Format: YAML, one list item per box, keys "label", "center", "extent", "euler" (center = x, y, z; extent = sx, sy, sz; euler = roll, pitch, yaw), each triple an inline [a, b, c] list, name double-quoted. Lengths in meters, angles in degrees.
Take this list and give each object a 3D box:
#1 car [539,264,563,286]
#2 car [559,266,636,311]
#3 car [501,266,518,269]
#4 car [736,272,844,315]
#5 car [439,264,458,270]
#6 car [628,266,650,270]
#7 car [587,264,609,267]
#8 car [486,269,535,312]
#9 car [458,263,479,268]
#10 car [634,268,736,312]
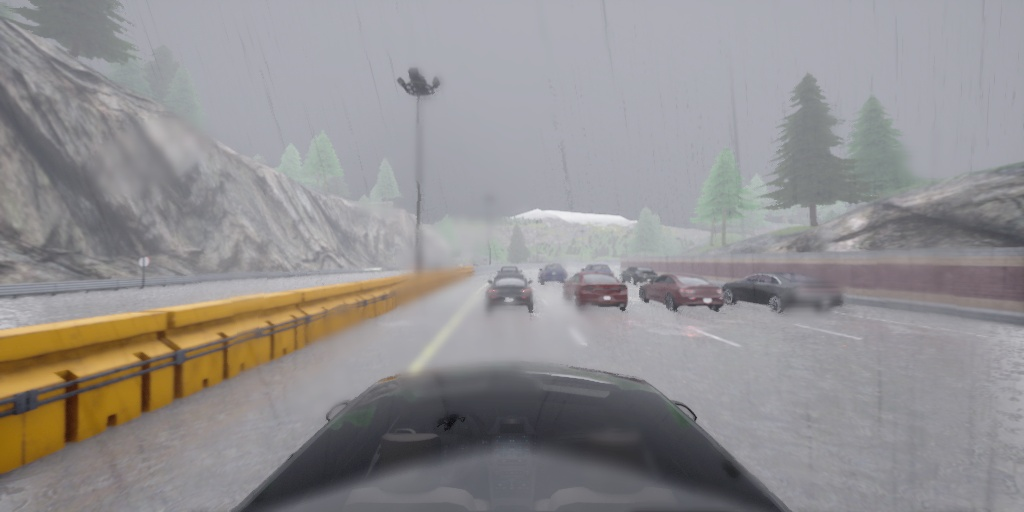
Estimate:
- label: "car"
  center: [3.331, 1.420, 29.220]
  extent: [2.097, 1.767, 4.553]
  euler: [0, -1, 1]
- label: "car"
  center: [3.436, 1.386, 15.461]
  extent: [1.882, 1.535, 5.008]
  euler: [0, 0, 0]
- label: "car"
  center: [-0.171, 1.577, 29.289]
  extent: [1.837, 1.490, 4.892]
  euler: [0, 0, 1]
- label: "car"
  center: [10.440, 1.386, 14.378]
  extent: [2.128, 1.511, 4.902]
  euler: [0, -1, 0]
- label: "car"
  center: [-10.625, 2.072, 63.326]
  extent: [1.895, 1.301, 4.718]
  euler: [0, -1, 13]
- label: "car"
  center: [10.330, 1.575, 29.404]
  extent: [1.837, 1.490, 4.892]
  euler: [0, 0, 1]
- label: "car"
  center: [6.831, 1.419, 29.257]
  extent: [2.097, 1.767, 4.553]
  euler: [0, -1, 1]
- label: "car"
  center: [-0.062, 1.430, 14.962]
  extent: [1.812, 1.442, 4.674]
  euler: [0, 0, 0]
- label: "car"
  center: [-7.239, 1.937, 62.398]
  extent: [1.882, 1.535, 5.008]
  euler: [0, -1, 13]
- label: "car"
  center: [6.938, 1.428, 15.031]
  extent: [1.812, 1.442, 4.674]
  euler: [0, 0, 0]
